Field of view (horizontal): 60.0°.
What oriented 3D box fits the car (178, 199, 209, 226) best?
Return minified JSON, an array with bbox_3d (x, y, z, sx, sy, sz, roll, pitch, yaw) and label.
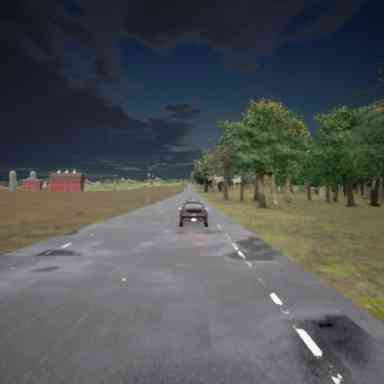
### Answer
[{"bbox_3d":[0.111,1.466,23.026,1.837,1.490,4.892,0,0,0],"label":"car"}]
